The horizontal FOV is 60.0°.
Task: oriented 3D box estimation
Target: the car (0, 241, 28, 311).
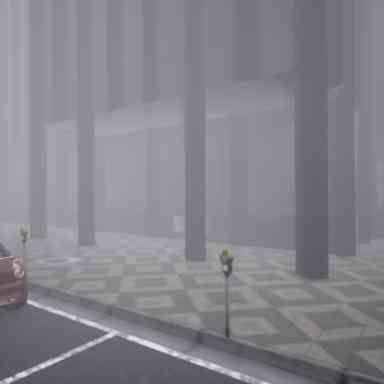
[{"bbox_3d":[-5.116,1.473,6.613,4.097,1.590,1.967,0,0,35],"label":"car"}]
